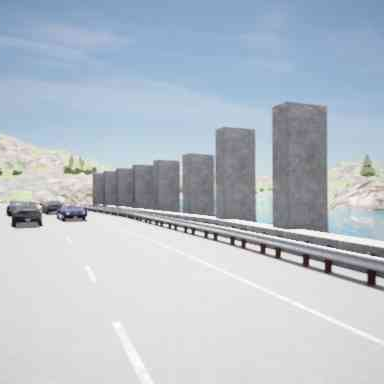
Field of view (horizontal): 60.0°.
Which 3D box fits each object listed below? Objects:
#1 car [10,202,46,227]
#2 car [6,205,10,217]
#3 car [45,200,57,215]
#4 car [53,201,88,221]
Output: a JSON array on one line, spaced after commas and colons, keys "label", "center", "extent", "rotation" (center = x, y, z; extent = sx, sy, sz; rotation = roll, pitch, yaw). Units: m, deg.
[{"label": "car", "center": [-12.012, 1.630, 24.133], "extent": [1.837, 1.490, 4.892], "rotation": [0, -1, -28]}, {"label": "car", "center": [-17.997, 1.733, 34.411], "extent": [2.033, 1.411, 5.357], "rotation": [0, 0, -32]}, {"label": "car", "center": [-15.439, 1.685, 36.894], "extent": [1.837, 1.490, 4.892], "rotation": [0, 0, -32]}, {"label": "car", "center": [-10.315, 1.731, 28.330], "extent": [1.895, 1.301, 4.718], "rotation": [0, 0, -29]}]
